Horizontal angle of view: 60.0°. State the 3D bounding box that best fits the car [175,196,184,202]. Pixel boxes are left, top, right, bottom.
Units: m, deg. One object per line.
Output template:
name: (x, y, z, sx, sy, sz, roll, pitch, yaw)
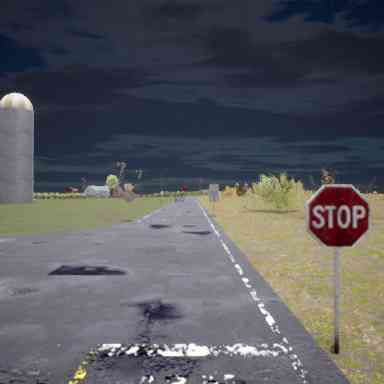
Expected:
car: (-2.798, 1.614, 74.488, 1.994, 1.385, 4.181, 0, 0, 0)
